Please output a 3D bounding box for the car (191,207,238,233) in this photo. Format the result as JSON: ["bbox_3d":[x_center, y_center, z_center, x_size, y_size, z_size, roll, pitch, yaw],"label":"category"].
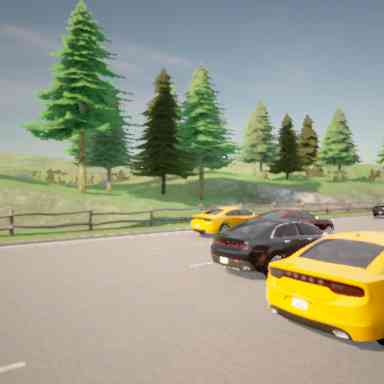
[{"bbox_3d":[2.301,1.554,18.378,5.008,1.535,1.882,0,0,-36],"label":"car"}]

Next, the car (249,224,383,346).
[{"bbox_3d":[3.600,1.496,6.363,5.008,1.535,1.882,0,0,-36],"label":"car"}]

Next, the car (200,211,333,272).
[{"bbox_3d":[2.813,1.543,10.131,4.892,1.490,1.837,0,0,-36],"label":"car"}]

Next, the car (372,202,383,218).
[{"bbox_3d":[17.990,1.567,29.721,4.902,1.511,2.128,0,0,-36],"label":"car"}]

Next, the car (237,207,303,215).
[{"bbox_3d":[4.750,1.535,15.830,5.008,1.535,1.882,0,0,-36],"label":"car"}]
